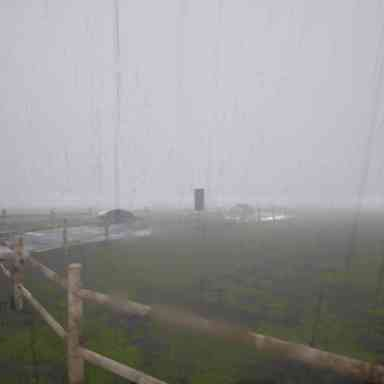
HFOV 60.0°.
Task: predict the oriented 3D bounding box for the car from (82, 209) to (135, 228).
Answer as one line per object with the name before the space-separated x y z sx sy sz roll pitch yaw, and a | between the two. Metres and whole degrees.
car | -6.659 2.083 27.050 1.812 1.442 4.674 -1 -2 35

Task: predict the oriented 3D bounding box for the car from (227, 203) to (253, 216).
car | 6.621 2.353 45.646 2.097 1.767 4.553 -1 -2 36
